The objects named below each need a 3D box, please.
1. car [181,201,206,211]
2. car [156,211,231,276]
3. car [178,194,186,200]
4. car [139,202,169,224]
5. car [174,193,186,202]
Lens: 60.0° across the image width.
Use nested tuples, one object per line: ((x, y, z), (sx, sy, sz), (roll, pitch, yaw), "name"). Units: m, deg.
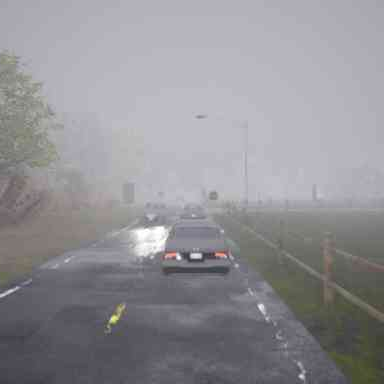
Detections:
((0.092, 1.587, 24.647), (1.994, 1.385, 4.181), (0, 0, 0), "car")
((0.094, 1.561, 10.377), (2.033, 1.411, 5.357), (0, 0, 0), "car")
((-2.783, 1.245, 91.917), (1.882, 1.535, 5.008), (0, 0, 0), "car")
((-2.760, 1.515, 24.921), (2.128, 1.511, 4.902), (0, 0, 0), "car")
((-2.777, 1.231, 75.727), (2.150, 2.045, 5.566), (0, 0, 0), "car")
